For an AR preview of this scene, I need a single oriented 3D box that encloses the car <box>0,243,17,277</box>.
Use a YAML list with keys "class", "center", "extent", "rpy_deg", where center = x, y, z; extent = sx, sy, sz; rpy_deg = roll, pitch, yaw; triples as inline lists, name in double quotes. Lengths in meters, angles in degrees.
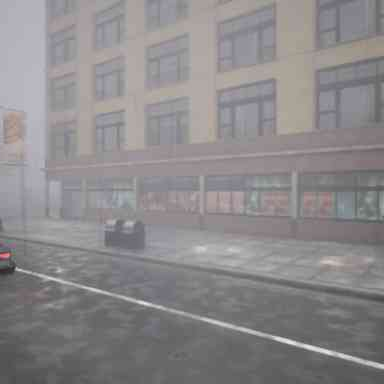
- class: "car"
  center: [-6.688, 1.539, 8.700]
  extent: [5.357, 1.411, 2.033]
  rpy_deg: [0, 0, 36]
